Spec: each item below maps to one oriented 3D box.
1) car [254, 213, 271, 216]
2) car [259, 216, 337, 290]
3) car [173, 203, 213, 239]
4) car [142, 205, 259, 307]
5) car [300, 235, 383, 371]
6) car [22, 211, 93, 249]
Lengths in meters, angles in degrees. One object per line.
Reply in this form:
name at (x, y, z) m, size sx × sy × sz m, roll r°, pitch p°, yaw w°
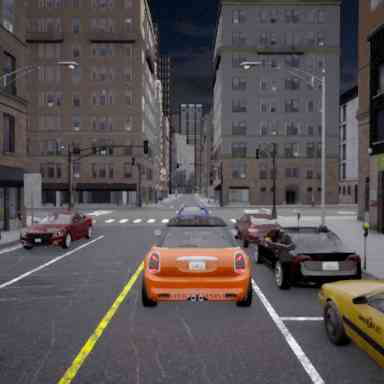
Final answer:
car at (2.858, 1.575, 14.529) m, size 1.802 × 1.307 × 4.206 m, roll -1°, pitch 0°, yaw 0°
car at (2.861, 1.562, 8.943) m, size 1.947 × 1.339 × 4.313 m, roll -1°, pitch 0°, yaw 0°
car at (0.090, 1.470, 18.426) m, size 1.882 × 1.535 × 5.008 m, roll 0°, pitch 0°, yaw 1°
car at (0.092, 1.349, 8.138) m, size 2.097 × 1.767 × 4.553 m, roll 0°, pitch 0°, yaw 0°
car at (2.864, 1.524, 3.527) m, size 1.752 × 1.417 × 4.829 m, roll -1°, pitch 0°, yaw 0°
car at (-5.687, 1.538, 14.521) m, size 1.887 × 1.381 × 4.507 m, roll -1°, pitch 0°, yaw 0°
